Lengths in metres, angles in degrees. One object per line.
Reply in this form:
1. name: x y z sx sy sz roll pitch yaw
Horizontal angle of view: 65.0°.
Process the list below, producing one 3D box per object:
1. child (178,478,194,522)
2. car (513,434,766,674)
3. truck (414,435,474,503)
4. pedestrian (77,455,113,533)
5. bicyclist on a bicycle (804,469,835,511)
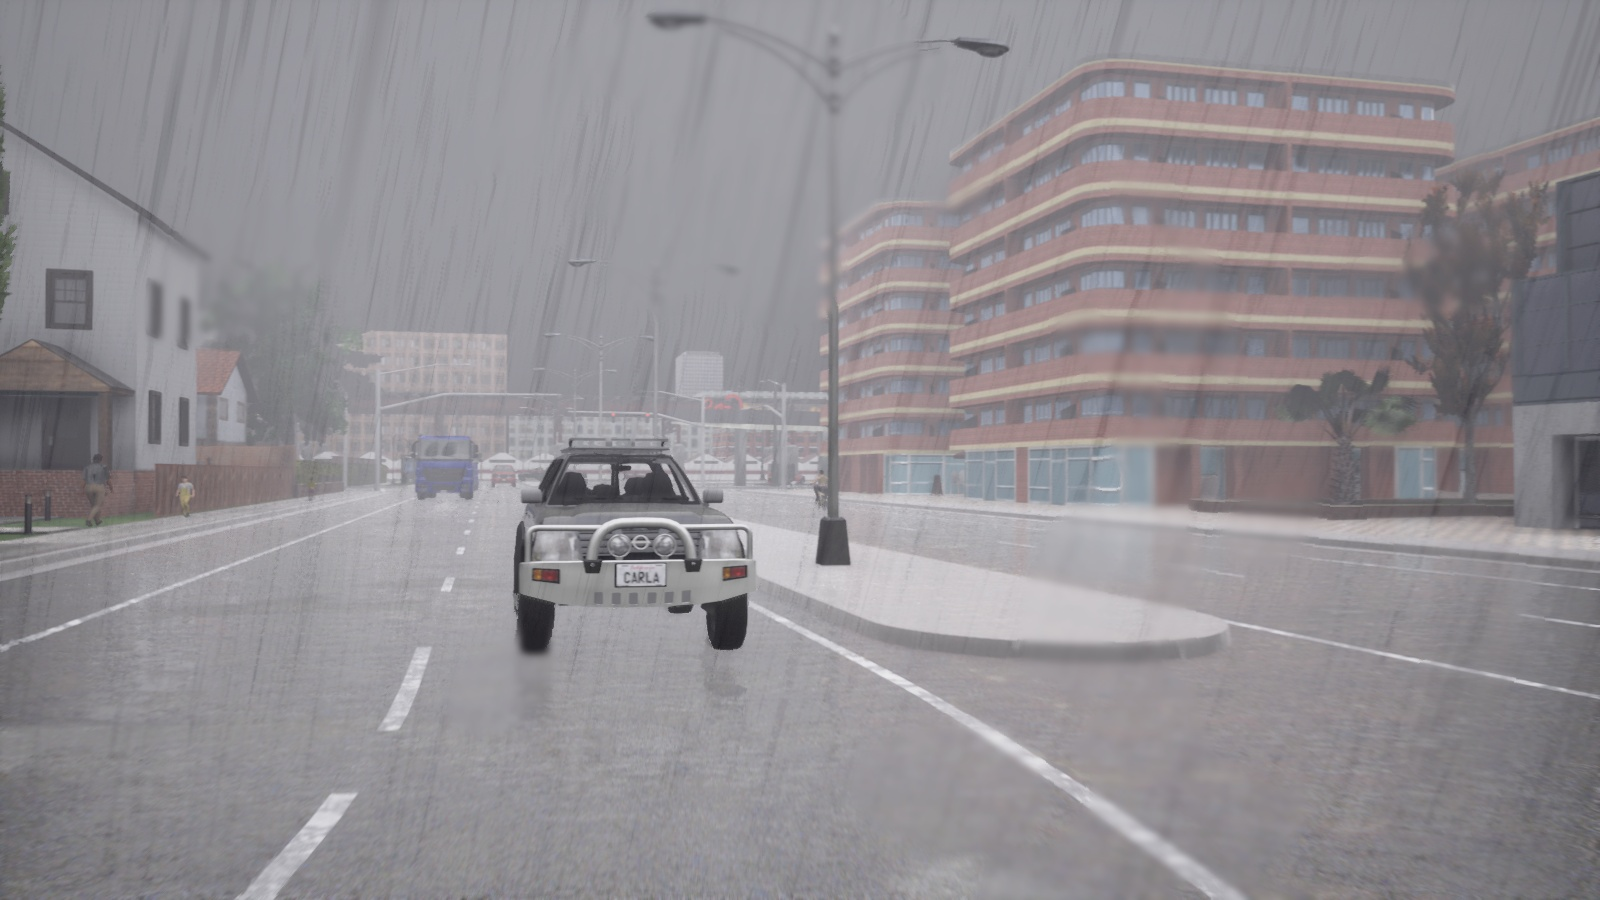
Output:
1. child: -17.840 1.438 36.486 0.270 1.263 0.437 0 -1 -8
2. car: -1.761 0.843 12.167 1.932 1.855 4.605 0 -1 -14
3. truck: -19.232 1.058 68.175 2.891 3.462 7.936 0 -1 -14
4. pedestrian: -16.980 1.050 30.267 0.540 1.848 0.694 0 -1 -9
5. bicyclist on a bicycle: 0.760 1.583 49.877 0.866 1.612 1.509 0 -1 -14
